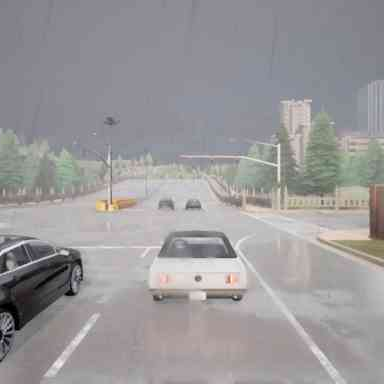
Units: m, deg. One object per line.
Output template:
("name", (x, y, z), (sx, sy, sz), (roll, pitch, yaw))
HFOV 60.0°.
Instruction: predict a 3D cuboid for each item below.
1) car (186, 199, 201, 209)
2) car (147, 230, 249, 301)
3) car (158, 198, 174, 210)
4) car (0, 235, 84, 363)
("car", (0.184, 1.561, 43.891), (1.994, 1.385, 4.181), (0, 0, 0))
("car", (0.115, 1.600, 8.268), (1.895, 1.301, 4.718), (0, 0, 0))
("car", (-3.318, 1.502, 43.737), (1.837, 1.490, 4.892), (0, 0, 0))
("car", (-3.389, 1.491, 5.732), (2.128, 1.511, 4.902), (0, 0, 0))
